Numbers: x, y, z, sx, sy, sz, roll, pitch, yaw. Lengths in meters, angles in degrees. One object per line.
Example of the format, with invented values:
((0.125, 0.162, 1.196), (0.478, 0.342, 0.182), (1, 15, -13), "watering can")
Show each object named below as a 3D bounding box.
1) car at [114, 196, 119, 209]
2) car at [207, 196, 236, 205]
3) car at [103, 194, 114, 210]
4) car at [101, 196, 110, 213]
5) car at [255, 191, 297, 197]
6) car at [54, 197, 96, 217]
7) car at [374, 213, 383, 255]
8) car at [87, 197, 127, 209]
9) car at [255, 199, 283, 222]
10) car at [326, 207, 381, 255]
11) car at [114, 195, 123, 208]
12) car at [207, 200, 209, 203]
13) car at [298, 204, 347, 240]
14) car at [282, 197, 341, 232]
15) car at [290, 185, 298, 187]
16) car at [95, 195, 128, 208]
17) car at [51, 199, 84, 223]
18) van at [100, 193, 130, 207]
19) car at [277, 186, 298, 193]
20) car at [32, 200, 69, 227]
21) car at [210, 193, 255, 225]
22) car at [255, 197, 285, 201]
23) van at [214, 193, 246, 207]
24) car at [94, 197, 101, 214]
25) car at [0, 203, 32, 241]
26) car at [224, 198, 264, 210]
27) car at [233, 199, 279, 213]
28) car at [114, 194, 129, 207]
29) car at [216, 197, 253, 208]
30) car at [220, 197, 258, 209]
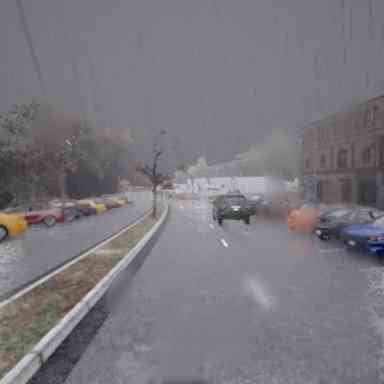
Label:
((-11.502, 1.546, 39.329), (4.674, 1.452, 2.002), (-1, 0, -23), "car")
((5.304, 1.485, 60.299), (4.792, 1.488, 2.163), (1, 0, -26), "car")
((-11.298, 1.380, 36.384), (4.553, 1.767, 2.185), (-1, 0, -23), "car")
((-11.333, 1.505, 33.342), (5.366, 1.575, 1.946), (-1, 0, -23), "car")
((7.121, 1.213, 33.200), (5.566, 2.045, 2.435), (1, 0, -23), "car")
((-10.882, 1.505, 27.500), (5.008, 1.535, 2.097), (-1, 0, -22), "car")
((7.911, 1.479, 9.135), (5.366, 1.575, 1.946), (1, 0, -20), "car")
((-12.324, 1.507, 48.112), (5.366, 1.575, 1.946), (-1, 0, -24), "car")
((7.487, 1.470, 24.162), (5.008, 1.535, 2.097), (1, 0, -22), "car")
((7.727, 1.478, 12.078), (5.008, 1.535, 2.097), (1, 0, -21), "car")
((-11.703, 1.546, 42.284), (4.674, 1.452, 2.002), (-1, 0, -24), "car")
((5.248, 1.446, 57.239), (5.366, 1.575, 1.946), (1, 0, -26), "car")
((7.671, 1.477, 15.097), (4.892, 1.521, 2.231), (1, 0, -21), "car")
((7.613, 1.348, 18.116), (4.553, 1.767, 2.185), (1, 0, -21), "car")
((22.888, -0.415, 73.001), (2.435, 2.045, 5.566), (-7, 4, -30), "car")
((-12.376, 1.381, 51.153), (4.553, 1.767, 2.185), (-1, 0, -25), "car")
((-10.750, 1.534, 24.558), (4.792, 1.488, 2.163), (-1, 0, -22), "car")
((-12.573, 1.280, 54.140), (4.442, 1.987, 1.878), (-1, 0, -25), "van")
((19.941, 0.165, 72.483), (2.002, 1.452, 4.674), (-7, 4, -30), "car")
((-10.715, 1.535, 21.563), (4.792, 1.488, 2.163), (-1, 0, -21), "car")
((2.784, 1.214, 24.321), (2.150, 2.045, 5.566), (0, 0, -2), "car")
((7.284, 1.467, 30.196), (5.008, 1.535, 2.097), (1, 0, -23), "car")
((5.854, 1.227, 51.251), (4.442, 1.987, 1.878), (1, 0, -25), "van")
((-11.049, 1.380, 30.451), (4.553, 1.767, 2.185), (-1, 0, -22), "car")
((-10.542, 1.505, 15.655), (5.008, 1.535, 2.097), (-1, 0, -21), "car")
((6.631, 1.499, 42.264), (4.674, 1.452, 2.002), (1, 0, -24), "car")
((6.985, 1.503, 36.237), (4.674, 1.452, 2.002), (1, 0, -23), "car")
((-11.756, 1.501, 45.318), (5.366, 1.575, 1.946), (-1, 0, -24), "car")
((6.205, 1.457, 48.292), (4.892, 1.521, 2.231), (1, 0, -25), "car")
((6.417, 1.497, 45.281), (4.674, 1.452, 2.002), (1, 0, -24), "car")
